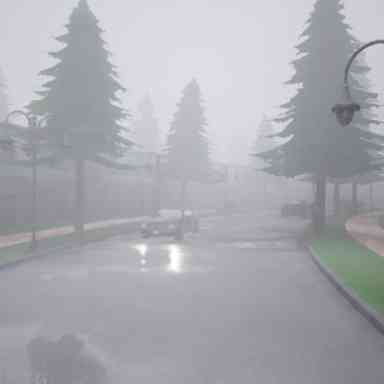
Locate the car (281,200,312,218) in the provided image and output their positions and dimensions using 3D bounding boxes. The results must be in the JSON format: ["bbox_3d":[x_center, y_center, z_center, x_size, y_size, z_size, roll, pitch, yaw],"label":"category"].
[{"bbox_3d":[9.717,1.458,30.448,1.882,1.535,5.008,0,0,33],"label":"car"}]

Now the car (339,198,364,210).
[{"bbox_3d":[20.430,1.513,42.756,4.892,1.490,1.837,0,0,-42],"label":"car"}]

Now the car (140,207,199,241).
[{"bbox_3d":[-0.921,1.481,16.616,1.812,1.442,4.674,0,0,16],"label":"car"}]
